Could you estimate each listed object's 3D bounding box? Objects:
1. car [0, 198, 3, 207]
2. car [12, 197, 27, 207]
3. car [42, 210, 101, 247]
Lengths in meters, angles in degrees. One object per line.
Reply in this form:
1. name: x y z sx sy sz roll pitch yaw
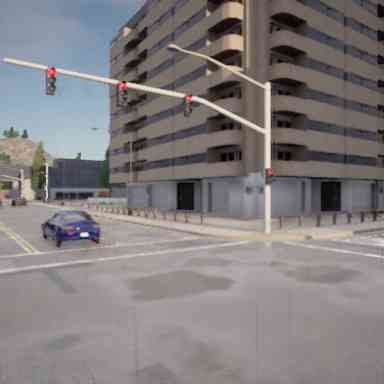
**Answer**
1. car: -30.366 1.551 51.264 2.128 1.511 4.902 0 0 -35
2. car: -28.014 1.553 54.021 2.128 1.511 4.902 0 0 -35
3. car: -5.643 1.566 15.425 1.812 1.442 4.674 0 0 -34
